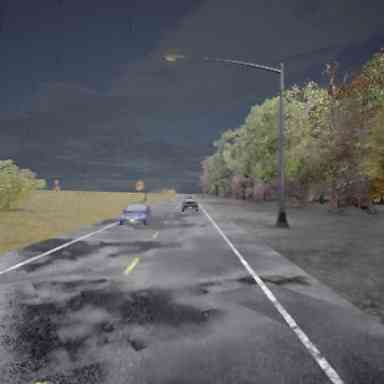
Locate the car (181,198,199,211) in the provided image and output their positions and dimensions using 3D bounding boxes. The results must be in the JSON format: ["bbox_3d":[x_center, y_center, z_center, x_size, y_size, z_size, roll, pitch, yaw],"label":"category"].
[{"bbox_3d":[-0.212,1.504,39.839,1.837,1.490,4.892,0,0,0],"label":"car"}]

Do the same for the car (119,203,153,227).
[{"bbox_3d":[-3.778,1.530,23.239,1.812,1.442,4.674,0,0,0],"label":"car"}]
